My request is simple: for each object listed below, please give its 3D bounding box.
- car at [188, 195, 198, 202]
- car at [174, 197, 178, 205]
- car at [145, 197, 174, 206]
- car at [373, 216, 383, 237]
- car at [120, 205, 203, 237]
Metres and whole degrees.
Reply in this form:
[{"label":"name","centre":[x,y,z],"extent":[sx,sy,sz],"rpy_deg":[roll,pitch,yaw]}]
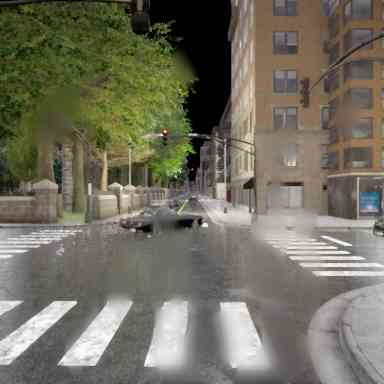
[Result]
[{"label":"car","centre":[0.227,1.424,70.695],"extent":[1.812,1.442,4.674],"rpy_deg":[0,0,0]},{"label":"car","centre":[-2.994,1.562,39.823],"extent":[1.895,1.301,4.718],"rpy_deg":[0,0,0]},{"label":"car","centre":[-3.007,1.472,29.740],"extent":[2.128,1.511,4.902],"rpy_deg":[0,0,0]},{"label":"car","centre":[11.009,1.366,15.502],"extent":[4.553,1.767,2.097],"rpy_deg":[0,0,1]},{"label":"car","centre":[-1.495,1.596,18.181],"extent":[1.895,1.301,4.718],"rpy_deg":[0,0,41]}]
